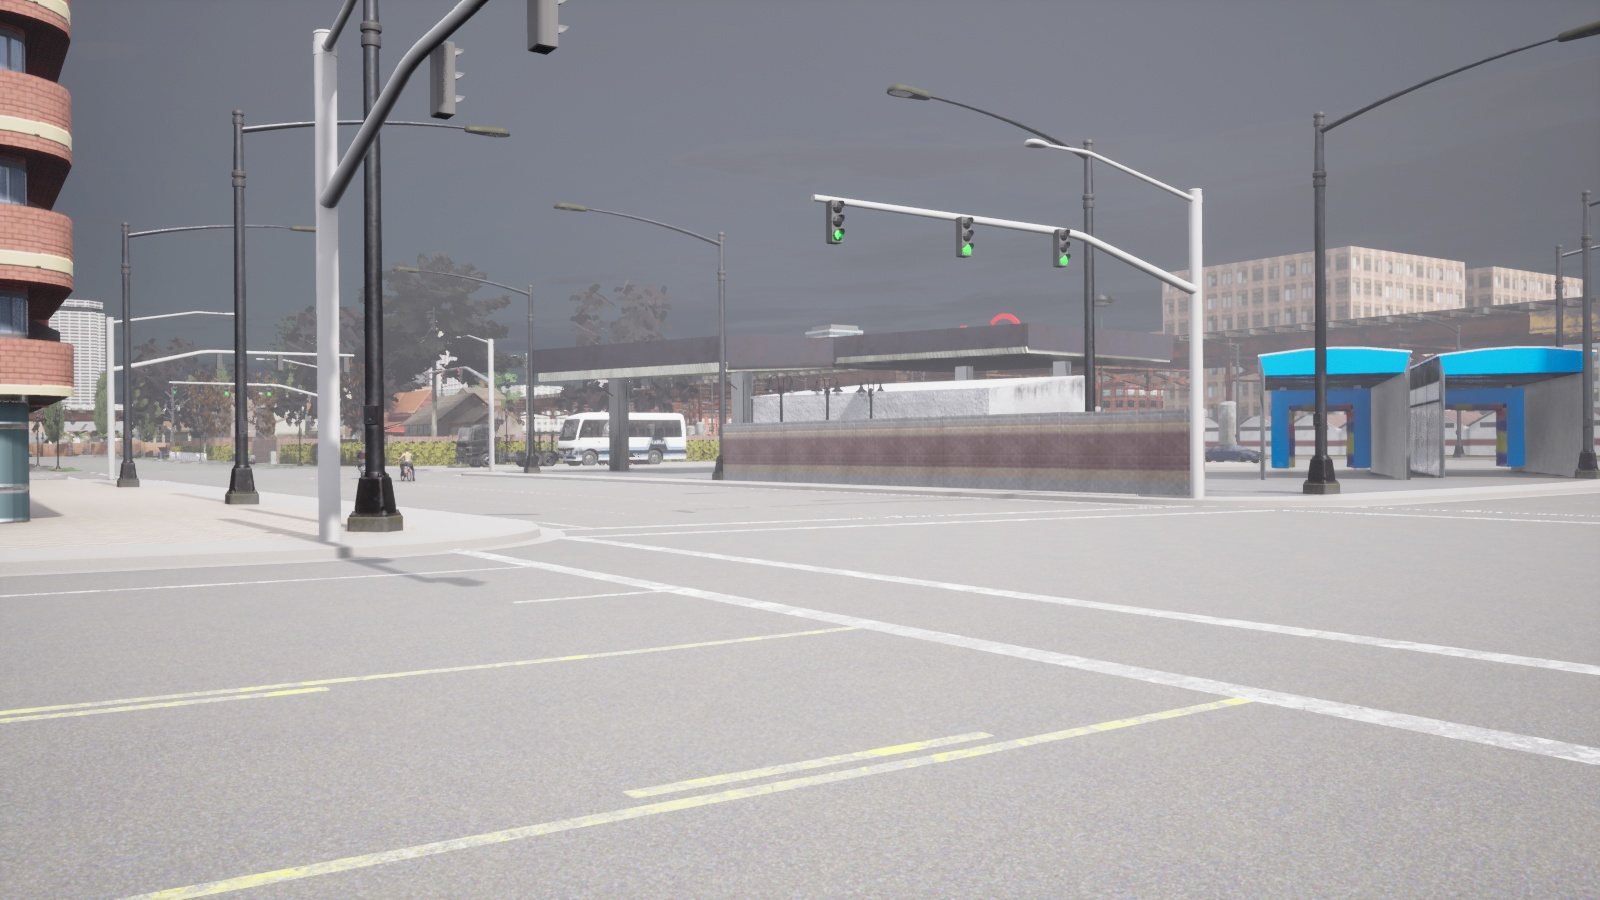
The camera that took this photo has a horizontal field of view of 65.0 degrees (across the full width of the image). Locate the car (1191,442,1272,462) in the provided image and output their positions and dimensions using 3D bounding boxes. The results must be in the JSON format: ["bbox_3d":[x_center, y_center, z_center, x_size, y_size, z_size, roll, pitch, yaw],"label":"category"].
[{"bbox_3d":[31.309,0.142,91.232,2.033,1.411,5.357,-1,0,-35],"label":"car"}]

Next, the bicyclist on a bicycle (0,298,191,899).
[{"bbox_3d":[-2.100,0.623,2.117,1.843,1.776,0.659,0,0,-36],"label":"bicyclist on a bicycle"}]
